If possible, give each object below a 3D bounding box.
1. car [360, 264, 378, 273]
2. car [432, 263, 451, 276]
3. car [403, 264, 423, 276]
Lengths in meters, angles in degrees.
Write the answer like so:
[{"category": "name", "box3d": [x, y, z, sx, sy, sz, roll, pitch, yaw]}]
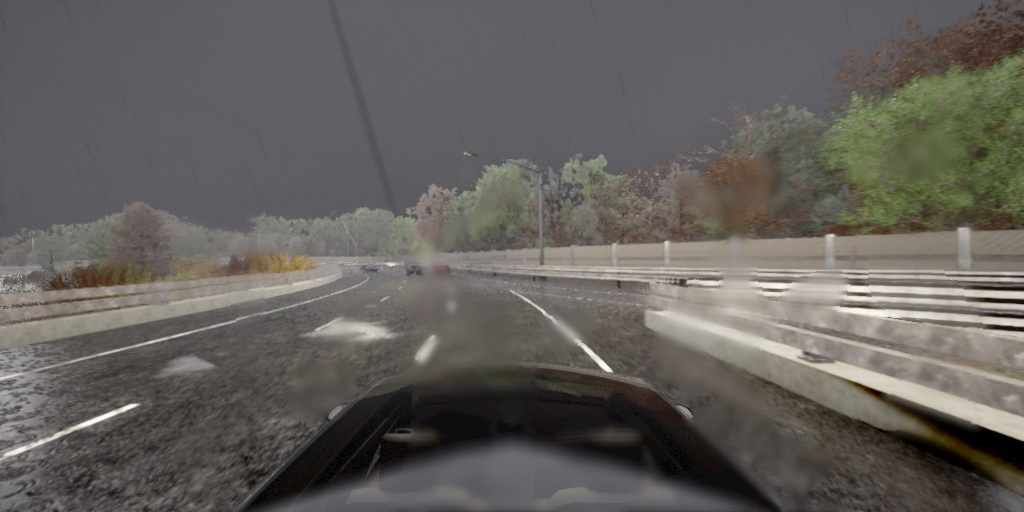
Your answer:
[{"category": "car", "box3d": [-23.675, 1.996, 59.196, 2.033, 1.411, 5.357, 0, -1, -34]}, {"category": "car", "box3d": [-9.228, 1.672, 46.711, 1.882, 1.535, 5.008, -1, -1, -22]}, {"category": "car", "box3d": [-12.397, 1.732, 45.013, 1.837, 1.490, 4.892, 0, -1, -23]}]
